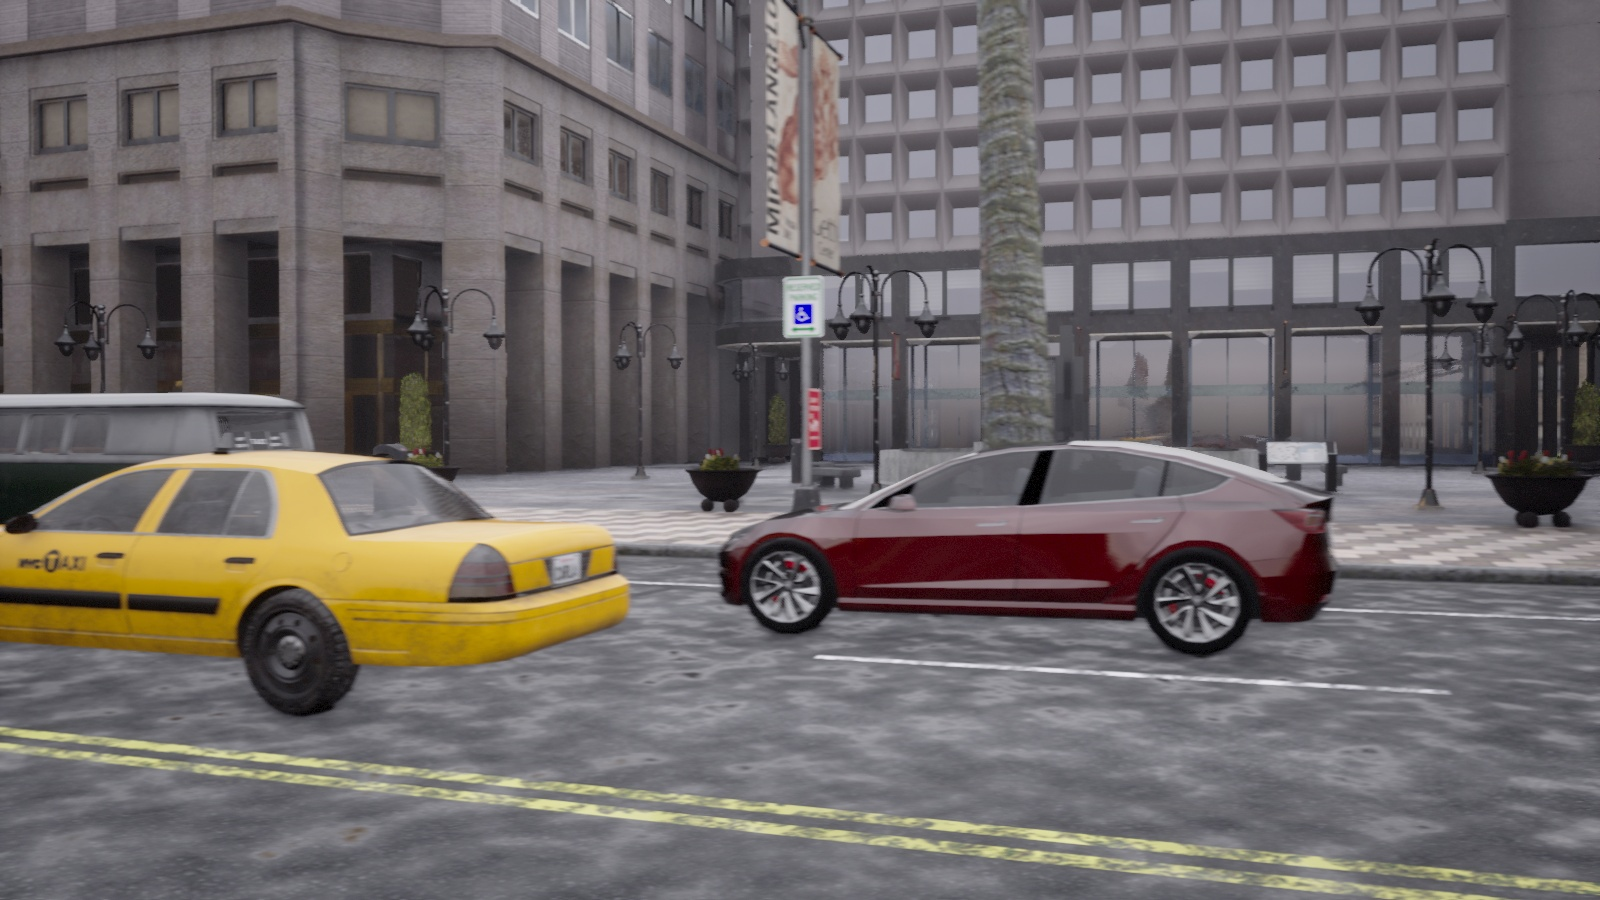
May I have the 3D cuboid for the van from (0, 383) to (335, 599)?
[{"bbox_3d":[-7.288,0.343,13.103,4.442,1.987,1.775,1,1,19],"label":"van"}]

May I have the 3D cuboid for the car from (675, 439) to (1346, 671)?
[{"bbox_3d":[1.646,0.673,10.024,4.792,1.488,2.163,1,1,19],"label":"car"}]

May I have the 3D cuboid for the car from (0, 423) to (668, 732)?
[{"bbox_3d":[-3.687,0.622,8.148,5.366,1.575,1.801,1,1,19],"label":"car"}]
